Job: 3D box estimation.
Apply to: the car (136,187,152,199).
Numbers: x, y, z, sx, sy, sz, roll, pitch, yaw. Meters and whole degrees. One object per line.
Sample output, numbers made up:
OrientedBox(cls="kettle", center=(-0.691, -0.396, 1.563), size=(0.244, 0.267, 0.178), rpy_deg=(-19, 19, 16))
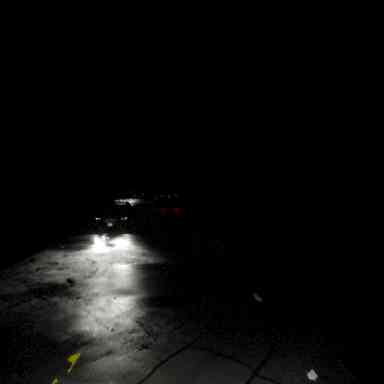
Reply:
OrientedBox(cls="car", center=(-7.951, 0.357, 56.660), size=(2.033, 1.411, 5.357), rpy_deg=(-1, 2, -12))

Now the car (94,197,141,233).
OrientedBox(cls="car", center=(-4.181, 1.267, 18.440), size=(2.128, 1.511, 4.902), rpy_deg=(-1, 1, -6))

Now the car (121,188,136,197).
OrientedBox(cls="car", center=(-10.923, 0.472, 55.925), size=(1.895, 1.301, 4.718), rpy_deg=(-1, 2, -12))

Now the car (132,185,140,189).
OrientedBox(cls="car", center=(-12.562, -0.627, 75.057), size=(2.097, 1.767, 4.553), rpy_deg=(-2, 3, -20))

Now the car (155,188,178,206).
OrientedBox(cls="car", center=(-2.999, 0.522, 38.719), size=(2.150, 2.045, 5.566), rpy_deg=(-1, 2, -12))
